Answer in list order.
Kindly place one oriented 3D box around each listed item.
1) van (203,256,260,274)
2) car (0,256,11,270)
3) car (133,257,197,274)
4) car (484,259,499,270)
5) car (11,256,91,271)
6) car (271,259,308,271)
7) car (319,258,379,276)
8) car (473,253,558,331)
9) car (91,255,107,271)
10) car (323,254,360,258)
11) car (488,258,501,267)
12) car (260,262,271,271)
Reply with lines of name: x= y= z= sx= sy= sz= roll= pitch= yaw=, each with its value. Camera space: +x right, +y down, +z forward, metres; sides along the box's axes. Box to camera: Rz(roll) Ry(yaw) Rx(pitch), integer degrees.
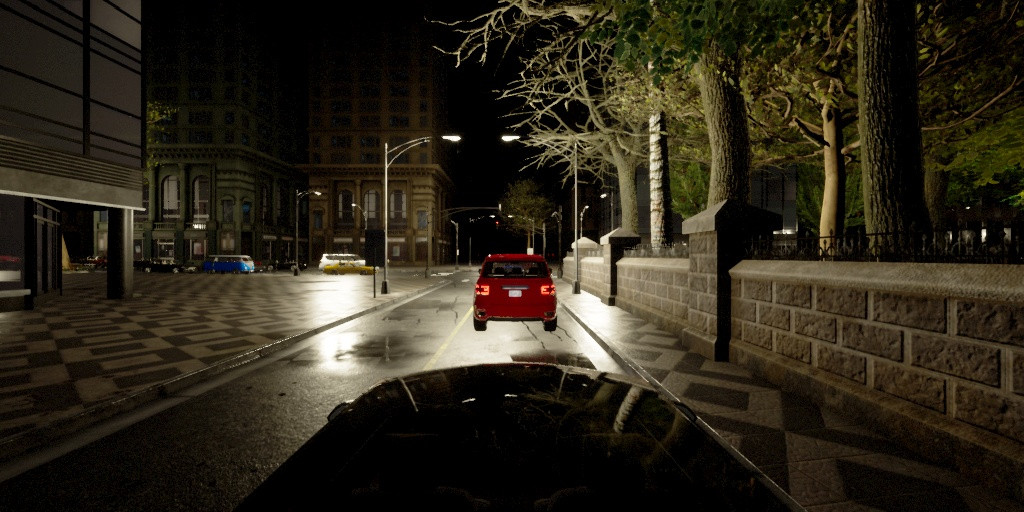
van: x=-26.352 y=0.839 z=33.446 sx=3.998 sy=1.789 sz=1.690 roll=0 pitch=0 yaw=0
car: x=-48.827 y=0.740 z=33.577 sx=4.403 sy=1.370 sz=2.007 roll=0 pitch=0 yaw=0
car: x=-31.970 y=0.979 z=33.479 sx=4.403 sy=1.370 sz=2.007 roll=0 pitch=0 yaw=0
car: x=-3.119 y=1.220 z=54.058 sx=2.033 sy=1.411 sz=5.357 roll=0 pitch=0 yaw=-4
car: x=-43.040 y=0.798 z=33.544 sx=4.829 sy=1.417 sz=1.751 roll=0 pitch=0 yaw=0
car: x=-26.312 y=1.064 z=41.972 sx=4.313 sy=1.339 sz=1.948 roll=0 pitch=0 yaw=0
car: x=-14.941 y=1.145 z=33.380 sx=4.829 sy=1.417 sz=1.751 roll=0 pitch=0 yaw=0
car: x=0.099 y=0.971 z=11.067 sx=2.150 sy=2.045 sz=5.566 roll=0 pitch=0 yaw=0
car: x=-44.832 y=0.740 z=36.270 sx=4.902 sy=1.511 sz=2.128 roll=1 pitch=0 yaw=1
car: x=-16.372 y=0.829 z=36.053 sx=5.566 sy=2.045 sz=2.150 roll=1 pitch=0 yaw=1
car: x=-3.060 y=1.152 z=64.216 sx=2.033 sy=1.411 sz=5.357 roll=0 pitch=0 yaw=0
car: x=-27.894 y=1.026 z=36.117 sx=5.357 sy=1.411 sz=2.033 roll=1 pitch=0 yaw=0
